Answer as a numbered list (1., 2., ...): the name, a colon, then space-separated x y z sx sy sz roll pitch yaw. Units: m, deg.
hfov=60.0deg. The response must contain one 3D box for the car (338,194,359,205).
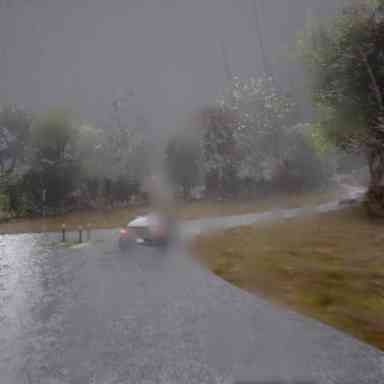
1. car: 24.362 1.363 52.242 1.895 1.301 4.718 -3 0 36

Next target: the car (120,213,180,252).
1. car: -1.659 1.600 14.078 1.812 1.442 4.674 -1 -1 5

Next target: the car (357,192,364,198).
1. car: 34.057 0.667 66.675 2.128 1.511 4.902 -1 3 31
